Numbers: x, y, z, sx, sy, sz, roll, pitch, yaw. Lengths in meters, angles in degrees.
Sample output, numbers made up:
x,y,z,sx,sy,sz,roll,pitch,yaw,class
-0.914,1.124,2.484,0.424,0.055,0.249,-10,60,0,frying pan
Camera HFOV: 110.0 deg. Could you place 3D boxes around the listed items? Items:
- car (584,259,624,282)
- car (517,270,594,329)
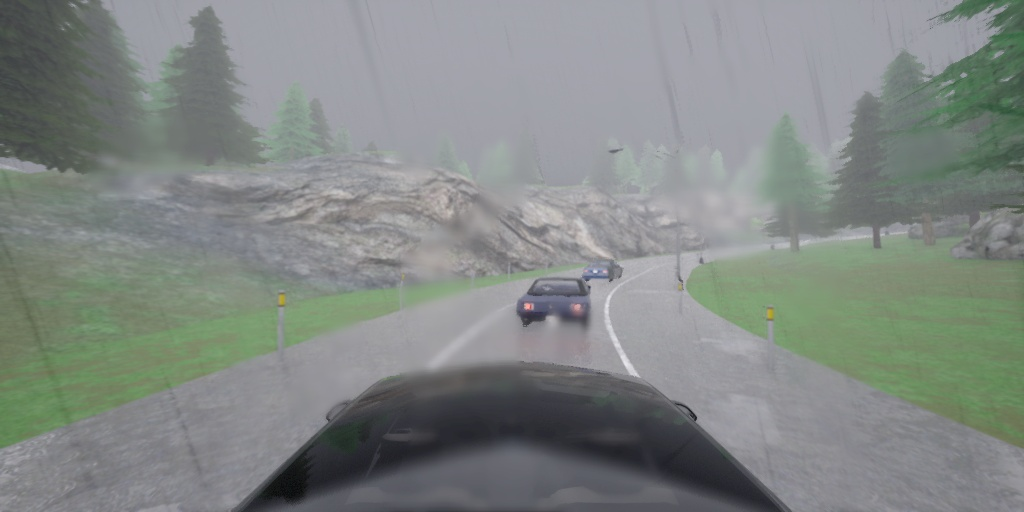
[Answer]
x,y,z,sx,sy,sz,roll,pitch,yaw,class
6.275,0.934,24.466,2.033,1.411,5.357,0,2,26,car
1.496,1.289,11.162,1.895,1.301,4.718,0,1,12,car
